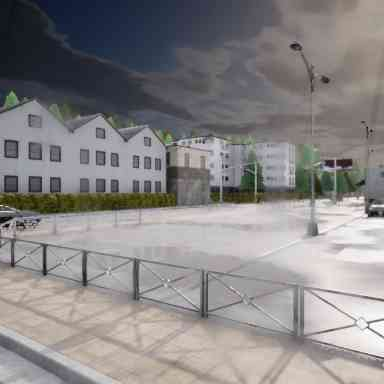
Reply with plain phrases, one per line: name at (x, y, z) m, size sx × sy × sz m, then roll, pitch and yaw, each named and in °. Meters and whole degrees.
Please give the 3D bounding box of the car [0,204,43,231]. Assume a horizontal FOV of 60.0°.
car at (-10.174, 1.299, 17.003) m, size 2.128 × 1.511 × 4.902 m, roll 0°, pitch 0°, yaw 35°

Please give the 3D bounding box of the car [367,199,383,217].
car at (15.428, 1.298, 26.805) m, size 2.007 × 1.523 × 4.514 m, roll 0°, pitch 0°, yaw 35°
